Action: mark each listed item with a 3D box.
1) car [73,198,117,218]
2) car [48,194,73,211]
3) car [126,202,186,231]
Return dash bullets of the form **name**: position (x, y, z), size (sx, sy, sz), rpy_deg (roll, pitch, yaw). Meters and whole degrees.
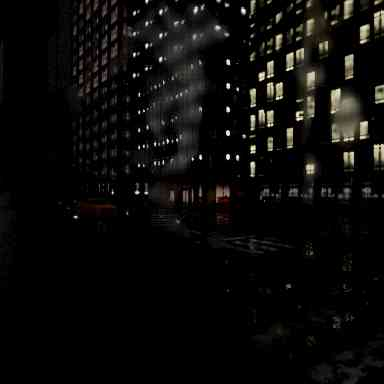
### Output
- **car**: position (-7.857, 1.254, 27.340), size (1.882, 1.535, 5.008), rpy_deg (0, 0, -37)
- **car**: position (-13.745, 1.045, 35.268), size (2.097, 1.767, 4.553), rpy_deg (0, 0, -37)
- **car**: position (-2.227, 1.344, 19.771), size (2.128, 1.511, 4.902), rpy_deg (0, 0, -37)
